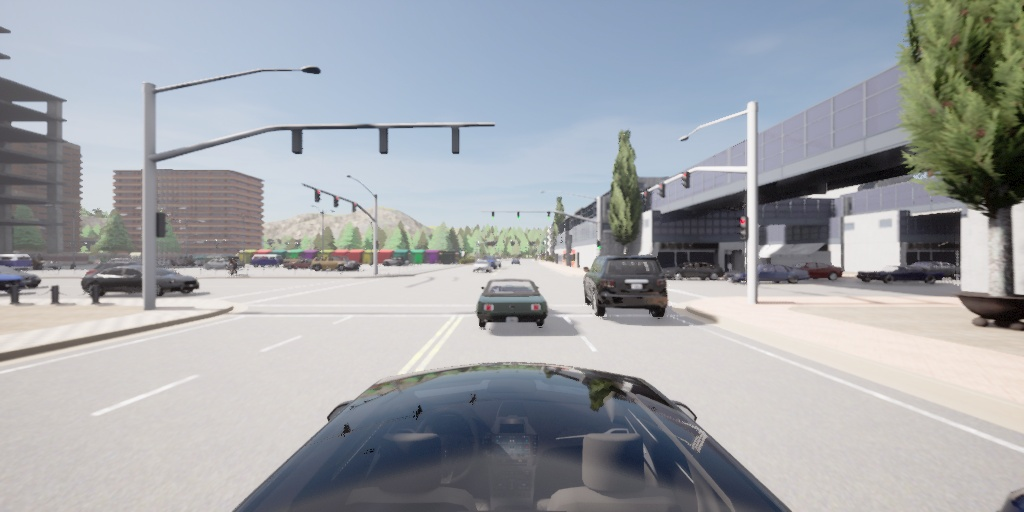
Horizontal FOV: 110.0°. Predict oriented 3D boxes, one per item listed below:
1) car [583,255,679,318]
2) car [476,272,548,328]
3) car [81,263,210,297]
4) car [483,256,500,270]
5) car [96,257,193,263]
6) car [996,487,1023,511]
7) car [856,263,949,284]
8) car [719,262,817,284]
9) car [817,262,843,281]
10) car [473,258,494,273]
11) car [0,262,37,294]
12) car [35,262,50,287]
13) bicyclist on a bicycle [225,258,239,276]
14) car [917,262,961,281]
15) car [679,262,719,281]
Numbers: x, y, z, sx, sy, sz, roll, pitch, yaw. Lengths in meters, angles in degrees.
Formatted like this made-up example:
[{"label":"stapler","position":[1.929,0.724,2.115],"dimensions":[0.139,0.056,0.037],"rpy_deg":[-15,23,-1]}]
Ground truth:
[{"label":"car","position":[3.925,0.972,13.162],"dimensions":[2.150,2.045,5.566],"rpy_deg":[0,0,6]},{"label":"car","position":[-0.064,1.350,11.417],"dimensions":[1.895,1.301,4.718],"rpy_deg":[0,0,-2]},{"label":"car","position":[-18.713,1.253,18.202],"dimensions":[4.892,1.490,1.837],"rpy_deg":[0,0,0]},{"label":"car","position":[-3.476,0.967,54.257],"dimensions":[2.150,2.045,5.566],"rpy_deg":[0,0,2]},{"label":"car","position":[-22.672,1.100,21.692],"dimensions":[4.553,1.767,2.097],"rpy_deg":[0,0,0]},{"label":"car","position":[3.600,1.314,0.139],"dimensions":[1.994,1.385,4.181],"rpy_deg":[0,0,0]},{"label":"car","position":[28.114,1.350,26.121],"dimensions":[4.718,1.301,1.895],"rpy_deg":[0,0,0]},{"label":"car","position":[18.531,1.296,26.157],"dimensions":[5.357,1.411,2.033],"rpy_deg":[0,0,0]},{"label":"car","position":[24.311,1.226,29.635],"dimensions":[5.008,1.535,1.882],"rpy_deg":[0,0,0]},{"label":"car","position":[-3.696,1.272,44.412],"dimensions":[1.812,1.442,4.674],"rpy_deg":[0,0,3]},{"label":"car","position":[-27.994,1.226,18.174],"dimensions":[5.008,1.535,1.882],"rpy_deg":[0,0,0]},{"label":"car","position":[-31.602,1.273,21.676],"dimensions":[4.674,1.442,1.812],"rpy_deg":[0,0,0]},{"label":"bicyclist on a bicycle","position":[-25.462,1.049,32.665],"dimensions":[0.582,1.620,1.656],"rpy_deg":[0,0,0]},{"label":"car","position":[34.356,1.240,29.590],"dimensions":[4.902,1.511,2.128],"rpy_deg":[0,0,0]},{"label":"car","position":[14.823,1.253,29.671],"dimensions":[4.892,1.490,1.837],"rpy_deg":[0,0,0]}]
